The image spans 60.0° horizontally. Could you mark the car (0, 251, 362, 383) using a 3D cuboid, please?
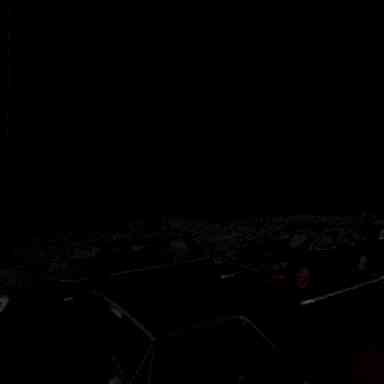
[{"bbox_3d":[-0.552,1.600,2.986,4.718,1.301,1.895,0,0,-36],"label":"car"}]

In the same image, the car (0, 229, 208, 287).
[{"bbox_3d":[-1.485,1.439,5.589,4.097,1.590,1.967,0,0,-36],"label":"car"}]

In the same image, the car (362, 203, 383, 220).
[{"bbox_3d":[7.647,1.309,12.107,5.009,1.841,2.192,0,0,-36],"label":"car"}]

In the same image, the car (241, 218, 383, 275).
[{"bbox_3d":[3.081,1.547,8.848,4.403,1.369,2.008,0,0,-36],"label":"car"}]
